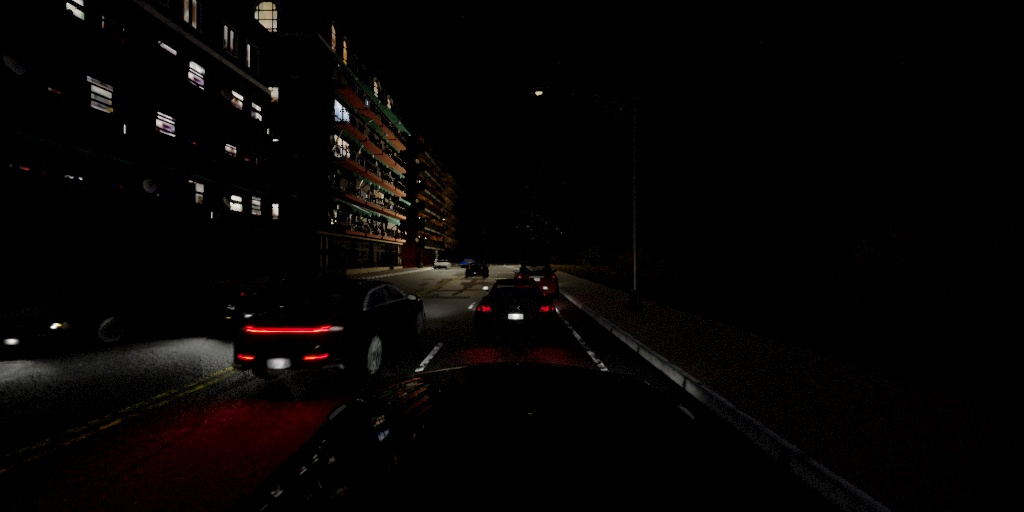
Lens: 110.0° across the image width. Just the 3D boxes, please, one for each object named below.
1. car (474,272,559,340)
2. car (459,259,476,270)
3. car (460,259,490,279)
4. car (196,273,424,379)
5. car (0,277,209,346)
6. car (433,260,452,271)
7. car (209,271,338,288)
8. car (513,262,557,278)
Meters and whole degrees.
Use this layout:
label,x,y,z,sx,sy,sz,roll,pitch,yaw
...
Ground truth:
label,x,y,z,sx,sy,sz,roll,pitch,yaw
car,0.097,1.315,9.983,1.994,1.385,4.181,0,0,0
car,-6.571,1.228,53.714,1.882,1.535,5.008,0,0,0
car,-3.137,1.243,32.870,2.128,1.511,4.902,0,0,0
car,-3.150,1.241,7.272,2.128,1.511,4.902,0,0,0
car,-9.847,1.299,9.714,2.033,1.411,5.357,0,0,0
car,-9.825,1.277,50.883,1.812,1.442,4.674,0,0,0
car,-6.597,1.256,11.410,1.837,1.490,4.892,0,0,0
car,1.144,1.103,18.563,2.097,1.767,4.553,0,0,0
